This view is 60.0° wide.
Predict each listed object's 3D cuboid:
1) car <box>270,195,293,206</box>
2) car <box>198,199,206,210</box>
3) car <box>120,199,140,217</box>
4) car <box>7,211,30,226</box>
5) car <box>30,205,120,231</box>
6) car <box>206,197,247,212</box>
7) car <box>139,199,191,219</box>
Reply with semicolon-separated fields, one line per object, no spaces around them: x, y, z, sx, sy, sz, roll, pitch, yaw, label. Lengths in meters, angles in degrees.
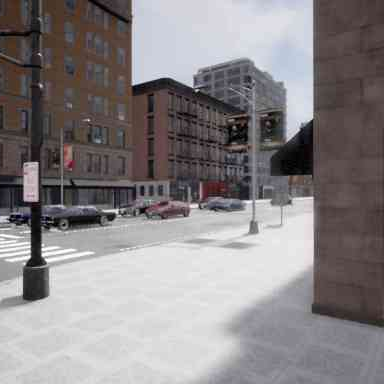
13.319;1.146;49.409;2.097;1.767;4.553;0;0;35;car
2.575;1.354;39.943;2.128;1.511;4.902;0;0;35;car
-4.458;1.406;29.967;2.128;1.511;4.902;0;0;35;car
-9.737;1.553;22.472;1.895;1.301;4.718;0;0;35;car
-7.081;1.547;20.599;1.895;1.301;4.718;0;0;35;car
4.131;1.411;36.519;2.033;1.411;5.357;0;0;35;car
-1.917;1.434;27.931;1.812;1.442;4.674;0;0;35;car
